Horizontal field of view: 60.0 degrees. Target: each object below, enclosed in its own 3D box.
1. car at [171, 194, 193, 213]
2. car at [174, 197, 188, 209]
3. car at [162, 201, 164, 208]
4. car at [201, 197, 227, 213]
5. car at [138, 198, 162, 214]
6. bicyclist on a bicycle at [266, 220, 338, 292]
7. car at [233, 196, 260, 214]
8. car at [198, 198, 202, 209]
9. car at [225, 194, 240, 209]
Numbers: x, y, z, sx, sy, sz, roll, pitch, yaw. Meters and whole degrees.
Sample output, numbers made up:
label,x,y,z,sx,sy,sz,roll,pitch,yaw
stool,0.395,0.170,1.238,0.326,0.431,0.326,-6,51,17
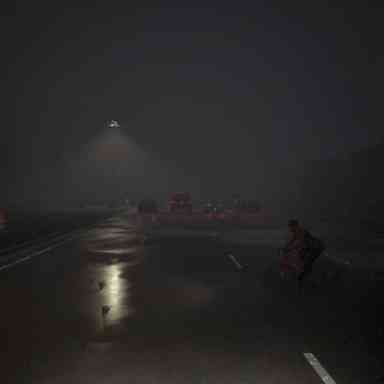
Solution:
label,x,y,z,sx,sy,sz,roll,pitch,yaw
car,-1.128,1.218,36.673,2.150,2.045,5.566,0,0,-1
car,-1.522,1.477,46.990,1.882,1.535,5.008,0,0,-1
car,-4.992,1.547,45.691,2.033,1.411,5.357,0,0,-1
car,2.359,1.526,36.731,1.812,1.442,4.674,0,0,-2
car,-4.622,1.477,35.777,1.882,1.535,5.008,0,0,-1
bicyclist on a bicycle,2.469,1.455,7.516,1.656,1.620,0.582,-2,0,-2
car,5.897,1.477,35.294,1.882,1.535,5.008,0,0,-2
car,1.991,1.491,46.530,2.128,1.511,4.902,0,0,-1
car,5.507,1.221,45.765,2.150,2.045,5.566,0,0,-1
